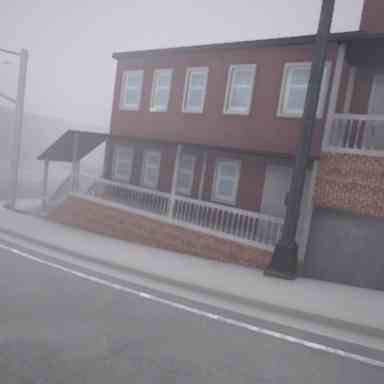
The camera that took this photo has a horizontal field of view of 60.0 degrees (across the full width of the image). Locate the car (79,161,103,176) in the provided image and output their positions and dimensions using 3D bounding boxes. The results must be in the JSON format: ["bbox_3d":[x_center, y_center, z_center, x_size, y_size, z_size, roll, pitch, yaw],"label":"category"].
[{"bbox_3d":[-11.753,-2.700,42.255,1.895,1.301,4.718,12,7,35],"label":"car"}]

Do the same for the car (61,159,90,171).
[{"bbox_3d":[-14.787,-3.539,43.863,2.097,1.767,4.553,12,7,35],"label":"car"}]
